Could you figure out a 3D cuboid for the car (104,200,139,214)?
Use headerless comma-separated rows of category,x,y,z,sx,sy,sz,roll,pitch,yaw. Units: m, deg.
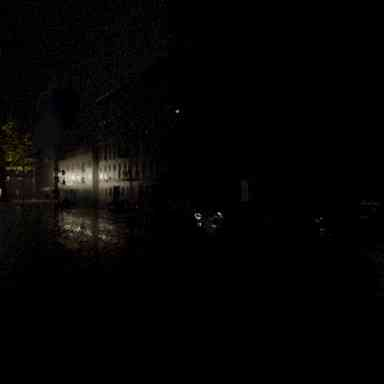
car,-7.607,1.544,35.685,2.033,1.411,5.357,0,0,-36

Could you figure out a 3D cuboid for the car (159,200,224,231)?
car,-0.123,1.314,20.198,2.097,1.767,4.553,0,0,-36

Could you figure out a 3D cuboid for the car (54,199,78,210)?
car,-16.355,1.553,42.951,2.033,1.411,5.357,0,0,-35

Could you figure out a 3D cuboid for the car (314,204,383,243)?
car,7.662,1.305,14.420,2.097,1.767,4.553,0,0,-36
